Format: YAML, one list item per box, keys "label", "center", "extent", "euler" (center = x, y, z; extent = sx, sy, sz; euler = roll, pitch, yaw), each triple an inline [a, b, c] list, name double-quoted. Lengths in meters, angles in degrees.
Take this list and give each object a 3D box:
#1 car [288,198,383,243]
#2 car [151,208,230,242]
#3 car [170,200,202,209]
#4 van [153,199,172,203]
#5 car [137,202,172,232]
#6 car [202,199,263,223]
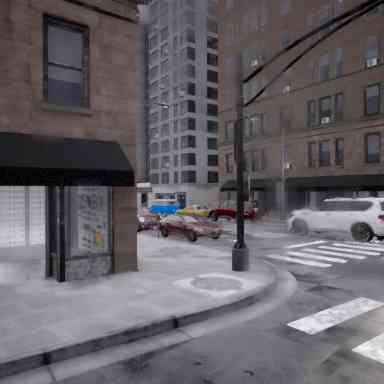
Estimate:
- label: "car"
  center: [7.588, 1.310, 16.836]
  extent: [2.150, 2.045, 5.566]
  euler: [-1, -1, -36]
- label: "car"
  center: [-0.227, 1.778, 17.639]
  extent: [1.802, 1.307, 4.206]
  euler: [-1, 0, -36]
- label: "car"
  center: [0.158, 1.805, 31.694]
  extent: [1.752, 1.417, 4.829]
  euler: [-1, 0, -36]
- label: "van"
  center: [-2.962, 1.689, 36.022]
  extent: [1.690, 1.788, 3.998]
  euler: [-1, 0, -36]
- label: "car"
  center: [-3.446, 1.706, 22.107]
  extent: [1.967, 1.590, 4.097]
  euler: [-1, 0, -36]
- label: "car"
  center: [3.468, 1.522, 27.088]
  extent: [2.192, 1.841, 5.009]
  euler: [-1, 0, -36]
